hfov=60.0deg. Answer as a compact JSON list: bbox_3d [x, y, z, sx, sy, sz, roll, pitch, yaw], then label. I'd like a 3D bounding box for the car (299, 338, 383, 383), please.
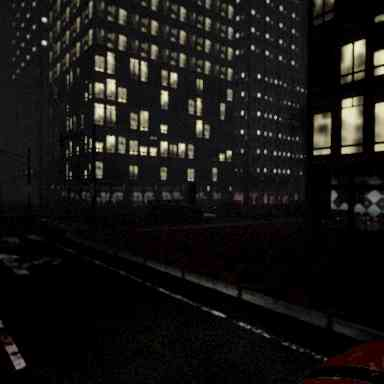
[{"bbox_3d":[2.483,1.353,1.071,2.097,1.767,4.553,0,0,-38],"label":"car"}]

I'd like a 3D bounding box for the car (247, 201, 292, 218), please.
[{"bbox_3d":[7.707,1.828,33.889,4.829,1.417,1.752,1,0,-37],"label":"car"}]

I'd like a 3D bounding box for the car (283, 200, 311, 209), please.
[{"bbox_3d":[16.045,1.874,50.649,4.313,1.339,1.947,1,0,-37],"label":"car"}]

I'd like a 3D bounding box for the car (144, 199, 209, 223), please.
[{"bbox_3d":[-1.440,1.519,27.004,5.009,1.841,2.192,1,0,-37],"label":"car"}]

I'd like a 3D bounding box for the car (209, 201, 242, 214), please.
[{"bbox_3d":[3.648,1.728,38.069,4.674,1.442,1.812,1,1,-37],"label":"car"}]

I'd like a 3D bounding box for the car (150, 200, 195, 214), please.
[{"bbox_3d":[-2.112,1.641,36.988,4.829,1.417,1.752,1,0,-37],"label":"car"}]

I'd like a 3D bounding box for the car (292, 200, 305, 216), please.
[{"bbox_3d":[12.078,1.931,37.178,4.206,1.307,1.802,1,0,-37],"label":"car"}]
